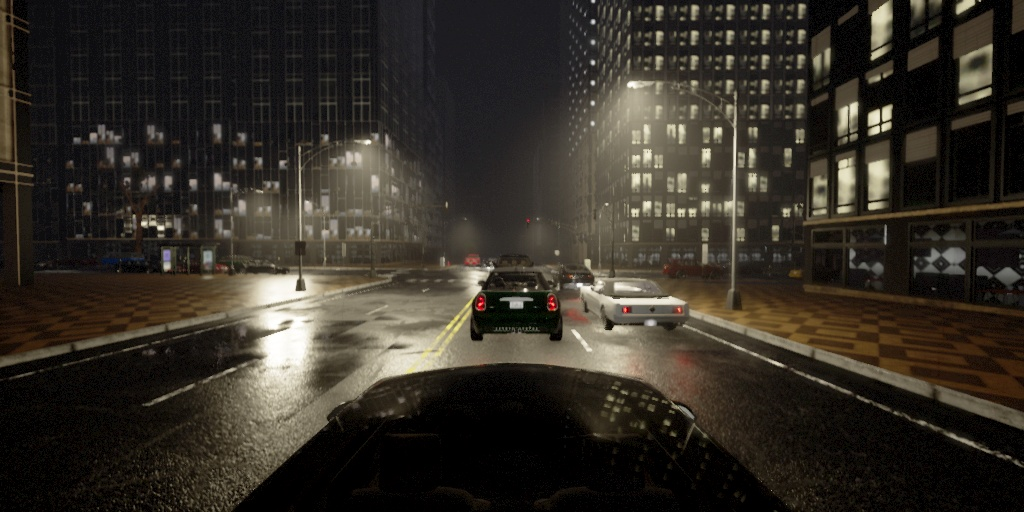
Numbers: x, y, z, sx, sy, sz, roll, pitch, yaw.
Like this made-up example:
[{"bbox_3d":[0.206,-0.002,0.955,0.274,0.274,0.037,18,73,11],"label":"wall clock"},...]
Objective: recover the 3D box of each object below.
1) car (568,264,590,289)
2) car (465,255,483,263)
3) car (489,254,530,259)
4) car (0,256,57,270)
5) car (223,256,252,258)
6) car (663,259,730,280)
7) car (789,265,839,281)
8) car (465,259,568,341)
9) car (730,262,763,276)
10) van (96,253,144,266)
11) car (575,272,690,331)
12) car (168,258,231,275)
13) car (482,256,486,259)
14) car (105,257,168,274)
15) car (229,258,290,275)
[{"bbox_3d":[3.351,1.196,20.142,1.837,1.490,4.892,0,0,0],"label":"car"},{"bbox_3d":[-6.564,0.769,60.335,2.150,2.045,5.566,0,0,1],"label":"car"},{"bbox_3d":[0.101,0.915,19.644,2.150,2.045,5.566,0,0,0],"label":"car"},{"bbox_3d":[-49.701,0.716,36.117,4.902,1.511,2.128,0,1,2],"label":"car"},{"bbox_3d":[-26.611,0.788,35.590,4.553,1.767,2.097,1,1,1],"label":"car"},{"bbox_3d":[16.194,1.186,32.279,5.009,1.841,2.192,0,0,1],"label":"car"},{"bbox_3d":[27.643,1.496,32.082,4.829,1.417,1.751,0,0,1],"label":"car"},{"bbox_3d":[0.100,1.077,9.933,2.097,1.767,4.553,0,0,0],"label":"car"},{"bbox_3d":[23.370,1.373,37.932,5.357,1.411,2.033,0,1,1],"label":"car"},{"bbox_3d":[-45.286,0.497,41.773,3.998,1.789,1.690,0,0,1],"label":"van"},{"bbox_3d":[3.351,1.322,10.870,1.895,1.301,4.718,0,0,0],"label":"car"},{"bbox_3d":[-28.414,1.054,32.940,4.207,1.307,1.802,0,0,1],"label":"car"},{"bbox_3d":[-3.322,1.042,60.155,2.128,1.511,4.902,0,0,0],"label":"car"},{"bbox_3d":[-34.095,0.985,33.113,4.313,1.339,1.948,0,0,1],"label":"car"},{"bbox_3d":[-22.730,1.090,32.807,4.313,1.339,1.948,0,0,1],"label":"car"}]
